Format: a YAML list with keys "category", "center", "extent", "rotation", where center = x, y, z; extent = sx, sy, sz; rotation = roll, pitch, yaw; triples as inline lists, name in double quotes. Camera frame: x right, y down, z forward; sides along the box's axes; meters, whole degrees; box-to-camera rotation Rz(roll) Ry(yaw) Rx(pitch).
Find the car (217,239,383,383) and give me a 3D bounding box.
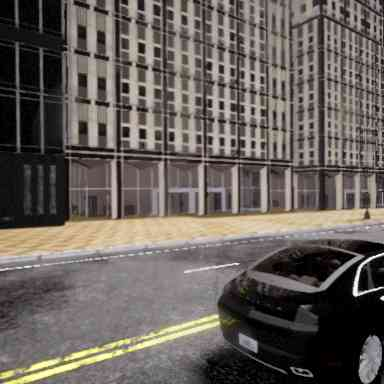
- category: "car"
  center: [2.632, 1.524, 5.317]
  extent: [4.892, 1.490, 1.837]
  rotation: [0, 0, -35]
